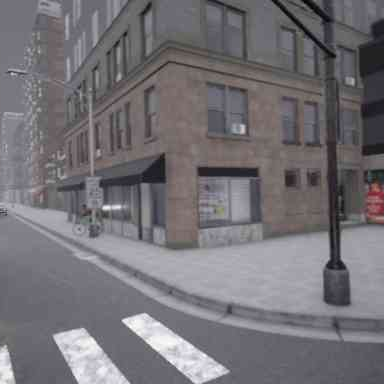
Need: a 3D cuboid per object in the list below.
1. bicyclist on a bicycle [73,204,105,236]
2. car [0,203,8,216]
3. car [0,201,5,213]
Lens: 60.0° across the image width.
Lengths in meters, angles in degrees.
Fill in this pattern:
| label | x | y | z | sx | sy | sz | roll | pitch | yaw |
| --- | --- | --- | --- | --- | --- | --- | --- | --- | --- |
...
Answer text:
| label | x | y | z | sx | sy | sz | roll | pitch | yaw |
| --- | --- | --- | --- | --- | --- | --- | --- | --- | --- |
| bicyclist on a bicycle | -5.367 | 1.439 | 17.287 | 1.656 | 1.620 | 0.582 | -2 | 0 | -32 |
| car | -23.072 | 2.111 | 39.598 | 2.033 | 1.411 | 5.357 | -1 | 0 | -32 |
| car | -28.534 | 2.189 | 48.218 | 2.128 | 1.511 | 4.902 | -1 | 0 | -32 |
